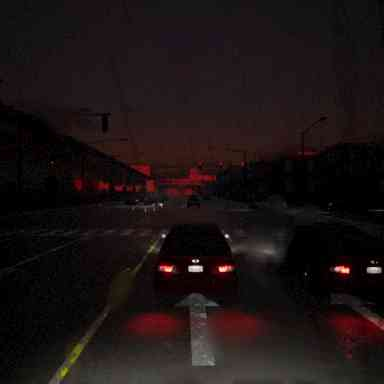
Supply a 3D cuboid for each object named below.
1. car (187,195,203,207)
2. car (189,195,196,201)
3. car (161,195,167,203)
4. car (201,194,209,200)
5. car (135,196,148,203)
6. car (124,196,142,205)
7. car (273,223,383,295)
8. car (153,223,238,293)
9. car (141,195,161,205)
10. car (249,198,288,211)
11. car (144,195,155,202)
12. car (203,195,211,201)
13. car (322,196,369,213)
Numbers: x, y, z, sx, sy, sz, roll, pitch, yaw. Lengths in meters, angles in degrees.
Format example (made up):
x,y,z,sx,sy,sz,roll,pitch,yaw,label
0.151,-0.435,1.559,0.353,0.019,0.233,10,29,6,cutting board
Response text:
x,y,z,sx,sy,sz,roll,pitch,yaw,label
0.222,1.547,50.937,2.033,1.411,5.357,0,0,0,car
0.204,1.499,85.661,1.837,1.490,4.892,0,0,0,car
-6.836,1.600,68.949,1.895,1.301,4.718,0,0,0,car
3.726,1.475,94.819,2.128,1.511,4.902,0,0,0,car
-10.337,1.504,68.570,1.837,1.490,4.892,0,0,0,car
-10.434,1.477,57.264,1.882,1.535,5.008,0,0,0,car
3.581,1.547,8.892,2.033,1.411,5.357,0,0,2,car
0.090,1.547,9.000,2.033,1.411,5.357,0,0,0,car
-6.935,1.600,57.052,1.895,1.301,4.718,0,0,0,car
9.357,1.525,40.905,4.674,1.442,1.812,0,0,16,car
-10.308,1.477,80.596,1.882,1.535,5.008,0,0,0,car
3.701,1.518,84.657,2.128,1.511,4.902,0,0,0,car
16.694,1.352,36.399,4.553,1.767,2.097,0,0,0,car
